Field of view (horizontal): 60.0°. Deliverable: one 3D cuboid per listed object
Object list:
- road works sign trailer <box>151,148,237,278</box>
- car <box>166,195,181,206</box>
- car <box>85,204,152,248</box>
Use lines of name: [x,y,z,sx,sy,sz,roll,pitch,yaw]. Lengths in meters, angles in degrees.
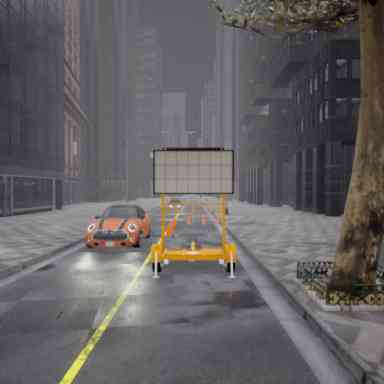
road works sign trailer: [0.046,0.465,10.099,2.380,3.560,2.880,0,0,0]
car: [-2.904,1.630,57.675,2.033,1.411,5.357,0,0,0]
car: [-3.054,1.356,14.607,2.097,1.767,4.553,0,0,0]
